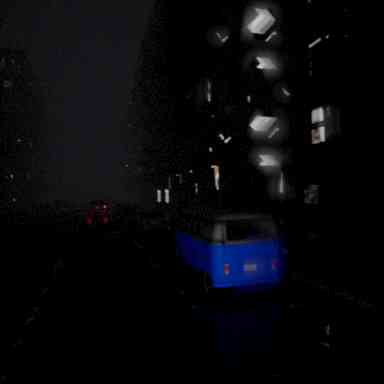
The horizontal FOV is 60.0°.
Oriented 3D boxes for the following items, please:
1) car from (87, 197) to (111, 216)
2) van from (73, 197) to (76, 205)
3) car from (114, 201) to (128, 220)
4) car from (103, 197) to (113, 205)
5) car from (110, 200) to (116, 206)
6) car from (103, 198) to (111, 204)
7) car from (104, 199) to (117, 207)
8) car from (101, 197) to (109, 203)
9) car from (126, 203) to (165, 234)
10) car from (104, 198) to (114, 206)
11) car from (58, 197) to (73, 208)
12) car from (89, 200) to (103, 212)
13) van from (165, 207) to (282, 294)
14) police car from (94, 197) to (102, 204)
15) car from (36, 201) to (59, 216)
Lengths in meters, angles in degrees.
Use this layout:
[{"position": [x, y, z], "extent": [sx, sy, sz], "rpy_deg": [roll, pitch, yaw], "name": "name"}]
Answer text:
[{"position": [-10.370, 1.651, 36.456], "extent": [2.097, 1.767, 4.553], "rpy_deg": [-2, 0, -16], "name": "car"}, {"position": [-28.315, 2.202, 76.761], "extent": [1.690, 1.788, 3.998], "rpy_deg": [-2, 0, -17], "name": "van"}, {"position": [-5.776, 1.708, 30.273], "extent": [1.887, 1.381, 4.507], "rpy_deg": [-2, 0, -17], "name": "car"}, {"position": [-18.664, 2.023, 73.696], "extent": [1.967, 1.590, 4.097], "rpy_deg": [-2, 0, -17], "name": "car"}, {"position": [-7.387, 1.760, 35.700], "extent": [1.887, 1.381, 4.507], "rpy_deg": [-2, 0, -17], "name": "car"}, {"position": [-20.272, 2.220, 79.125], "extent": [1.802, 1.307, 4.206], "rpy_deg": [-2, 0, -17], "name": "car"}, {"position": [-15.440, 2.027, 62.842], "extent": [2.008, 1.369, 4.403], "rpy_deg": [-2, 0, -17], "name": "car"}, {"position": [-23.496, 2.201, 89.977], "extent": [1.967, 1.590, 4.097], "rpy_deg": [-2, 0, -17], "name": "car"}, {"position": [-2.604, 1.592, 19.581], "extent": [1.752, 1.417, 4.829], "rpy_deg": [-2, 0, -17], "name": "car"}, {"position": [-17.051, 2.073, 68.270], "extent": [1.887, 1.381, 4.507], "rpy_deg": [-2, 0, -17], "name": "car"}, {"position": [-23.484, 2.015, 60.477], "extent": [2.192, 1.841, 5.009], "rpy_deg": [-2, 0, -17], "name": "car"}, {"position": [-13.806, 1.937, 47.953], "extent": [1.812, 1.442, 4.674], "rpy_deg": [-2, 0, -16], "name": "car"}, {"position": [0.662, 1.318, 8.564], "extent": [1.690, 1.788, 3.998], "rpy_deg": [-1, 0, -17], "name": "van"}, {"position": [-25.793, 2.257, 91.086], "extent": [1.930, 1.638, 5.238], "rpy_deg": [-2, 0, -18], "name": "police car"}, {"position": [-17.033, 2.073, 38.763], "extent": [1.802, 1.307, 4.206], "rpy_deg": [-2, 0, -17], "name": "car"}]
